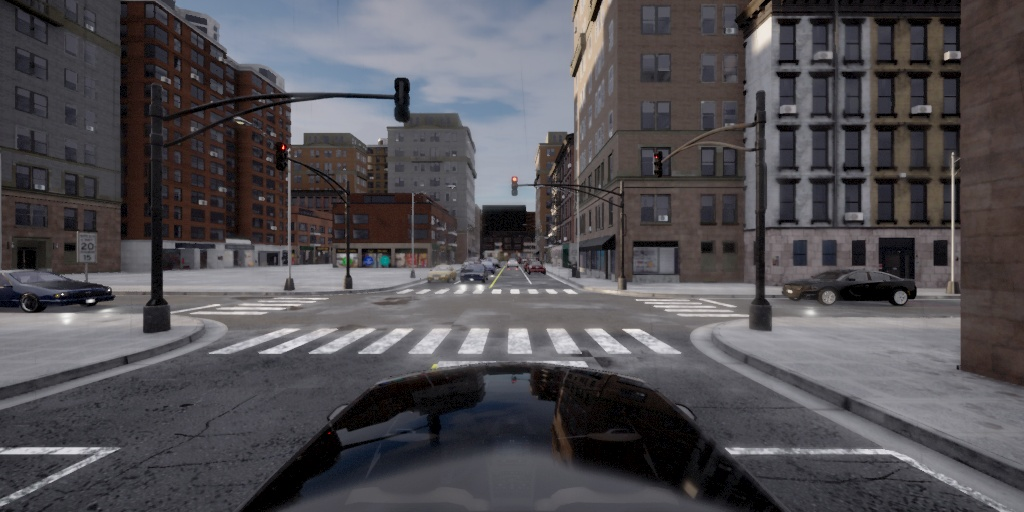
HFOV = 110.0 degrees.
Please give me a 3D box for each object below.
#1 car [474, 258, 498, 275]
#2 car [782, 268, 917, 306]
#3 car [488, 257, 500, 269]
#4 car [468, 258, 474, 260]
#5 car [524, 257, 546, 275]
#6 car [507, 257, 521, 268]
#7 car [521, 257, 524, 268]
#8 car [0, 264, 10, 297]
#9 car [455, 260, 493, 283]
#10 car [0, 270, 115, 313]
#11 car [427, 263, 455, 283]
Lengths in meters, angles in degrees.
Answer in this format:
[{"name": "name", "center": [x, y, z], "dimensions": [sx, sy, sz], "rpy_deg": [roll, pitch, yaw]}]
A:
[{"name": "car", "center": [-2.844, 1.277, 40.129], "dimensions": [1.812, 1.442, 4.674], "rpy_deg": [0, 0, 0]}, {"name": "car", "center": [14.774, 1.310, 15.873], "dimensions": [5.008, 1.535, 1.882], "rpy_deg": [0, 0, -1]}, {"name": "car", "center": [-2.803, 1.230, 55.390], "dimensions": [1.882, 1.535, 5.008], "rpy_deg": [0, 0, 0]}, {"name": "car", "center": [-5.382, 1.302, 45.068], "dimensions": [2.007, 1.370, 4.403], "rpy_deg": [0, 0, 0]}, {"name": "car", "center": [2.643, 1.191, 39.404], "dimensions": [1.967, 1.591, 4.097], "rpy_deg": [0, 0, 0]}, {"name": "car", "center": [0.112, 1.279, 61.904], "dimensions": [1.812, 1.442, 4.674], "rpy_deg": [0, 0, 0]}, {"name": "car", "center": [2.644, 1.066, 45.066], "dimensions": [2.192, 1.841, 5.009], "rpy_deg": [0, 0, 0]}, {"name": "car", "center": [-26.151, 1.121, 15.862], "dimensions": [4.902, 1.511, 2.128], "rpy_deg": [0, 0, 0]}, {"name": "car", "center": [-2.845, 1.298, 28.165], "dimensions": [2.033, 1.411, 5.357], "rpy_deg": [0, 0, 0]}, {"name": "car", "center": [-17.802, 1.216, 12.888], "dimensions": [5.357, 1.411, 2.033], "rpy_deg": [0, 0, 0]}, {"name": "car", "center": [-5.384, 1.276, 27.912], "dimensions": [1.751, 1.417, 4.829], "rpy_deg": [0, 0, 0]}]
